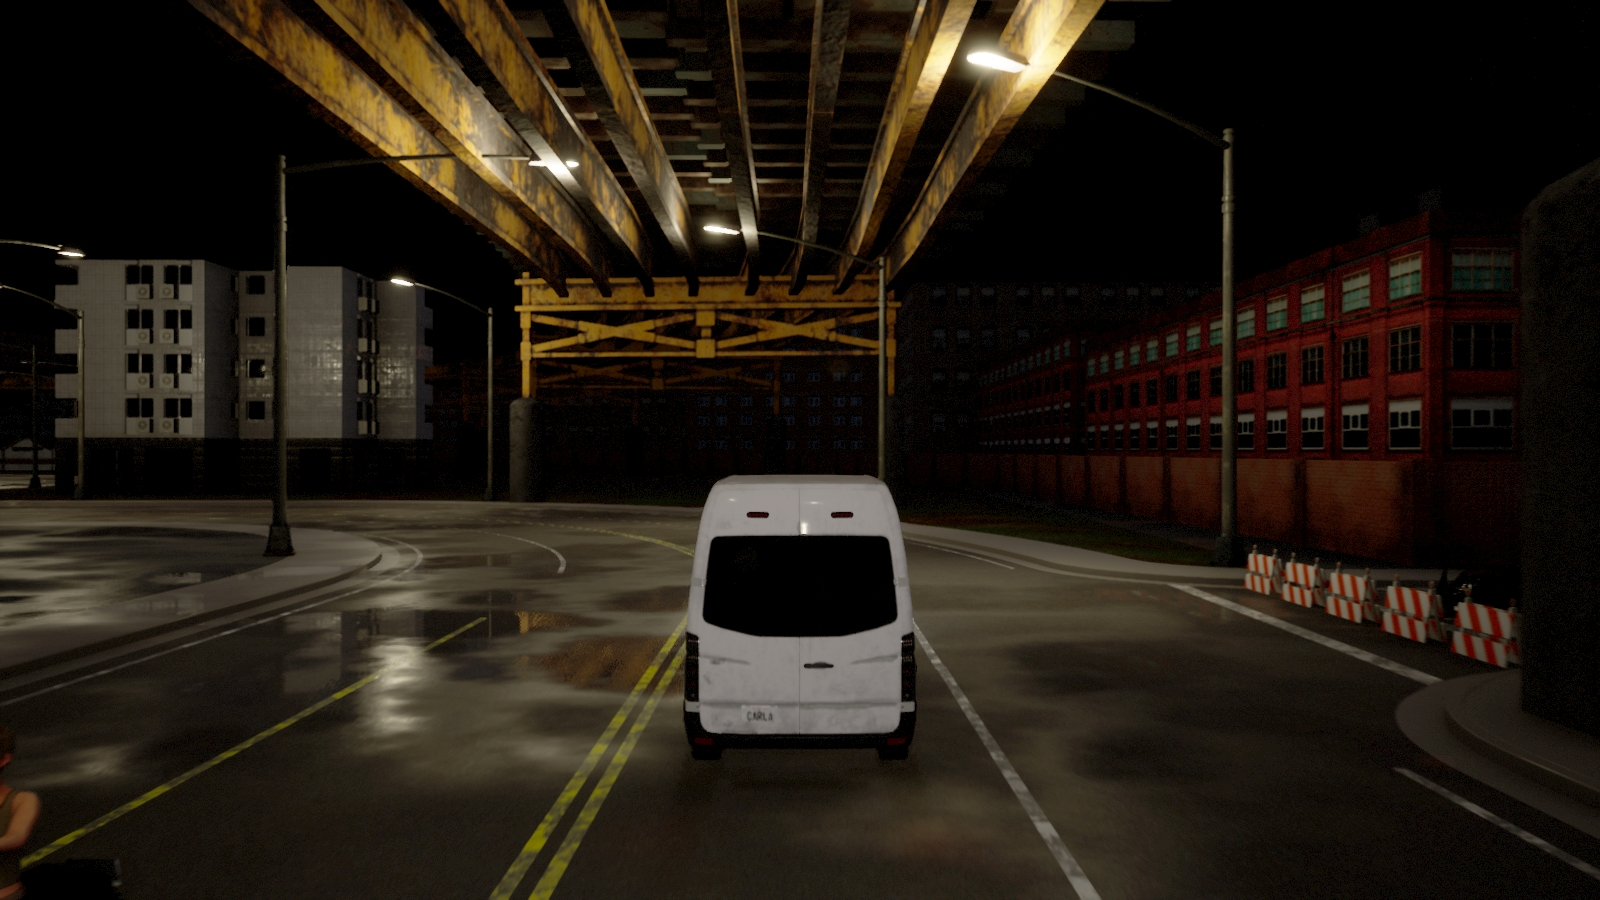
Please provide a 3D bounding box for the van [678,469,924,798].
[{"bbox_3d":[0.012,1.533,12.196,1.988,2.561,5.915,0,0,0],"label":"van"}]

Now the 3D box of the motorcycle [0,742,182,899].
[{"bbox_3d":[-3.499,2.142,4.584,0.764,1.332,2.356,0,0,0],"label":"motorcycle"}]
